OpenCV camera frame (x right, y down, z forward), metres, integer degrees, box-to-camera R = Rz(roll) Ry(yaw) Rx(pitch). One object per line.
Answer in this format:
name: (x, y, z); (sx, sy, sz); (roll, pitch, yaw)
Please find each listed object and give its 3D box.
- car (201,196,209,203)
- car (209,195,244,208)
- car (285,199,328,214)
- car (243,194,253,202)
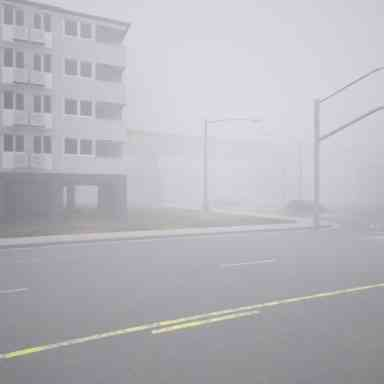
car: (3.161, 1.508, 67.428); (2.128, 1.511, 4.902); (0, 0, 15)
car: (5.031, 1.547, 49.254); (2.033, 1.411, 5.357); (0, 0, -26)
car: (11.942, 1.506, 34.967); (1.837, 1.490, 4.892); (0, 0, -25)
car: (11.082, 1.539, 75.343); (2.033, 1.411, 5.357); (0, 0, 41)
